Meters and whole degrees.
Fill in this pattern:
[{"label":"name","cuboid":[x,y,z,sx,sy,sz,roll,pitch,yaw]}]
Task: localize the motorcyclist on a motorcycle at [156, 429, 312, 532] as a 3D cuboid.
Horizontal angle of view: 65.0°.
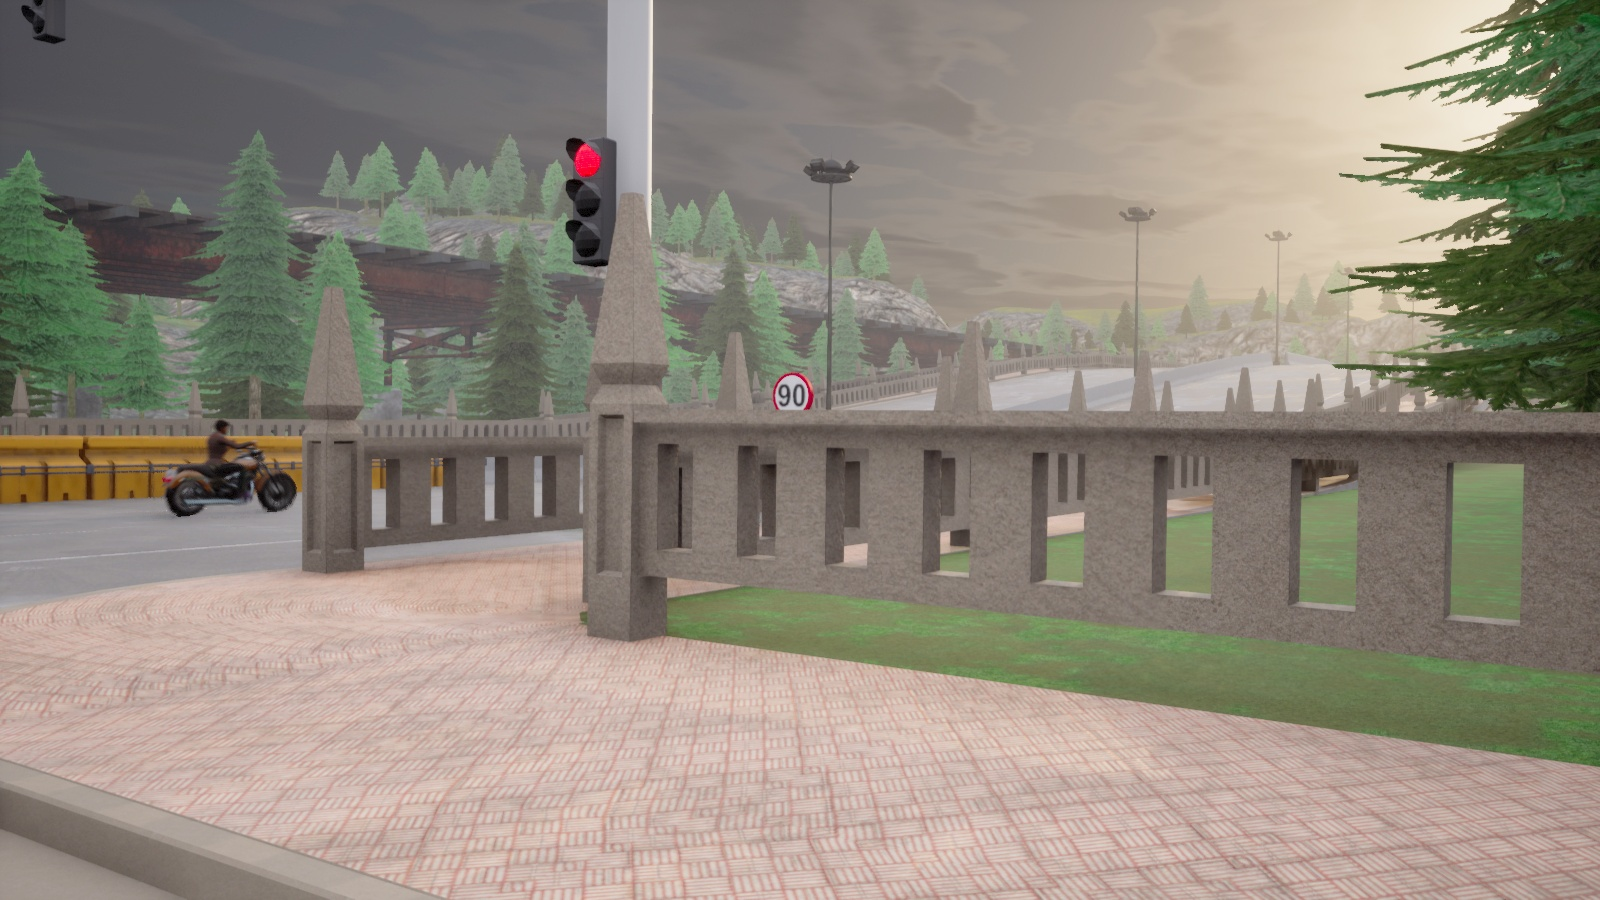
[{"label":"motorcyclist on a motorcycle","cuboid":[-9.545,0.468,21.287,0.766,1.649,2.350,0,1,34]}]
